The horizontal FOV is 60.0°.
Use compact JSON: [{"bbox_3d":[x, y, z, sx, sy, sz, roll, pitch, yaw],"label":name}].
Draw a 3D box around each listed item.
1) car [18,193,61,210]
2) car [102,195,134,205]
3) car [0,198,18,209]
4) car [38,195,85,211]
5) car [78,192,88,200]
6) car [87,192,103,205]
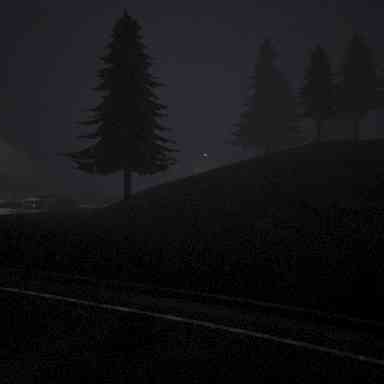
[{"bbox_3d":[-19.370,1.221,43.598,2.150,2.045,5.566,0,0,22],"label":"car"},{"bbox_3d":[-13.031,1.346,59.095,2.033,1.411,5.357,0,0,22],"label":"car"},{"bbox_3d":[-22.708,1.601,44.678,1.895,1.301,4.718,0,0,22],"label":"car"},{"bbox_3d":[-16.307,1.491,41.830,2.128,1.511,4.902,0,0,22],"label":"car"},{"bbox_3d":[-19.536,0.943,61.680,2.150,2.045,5.566,0,0,22],"label":"car"},{"bbox_3d":[-16.267,1.274,60.429,2.097,1.767,4.553,0,0,22],"label":"car"}]
